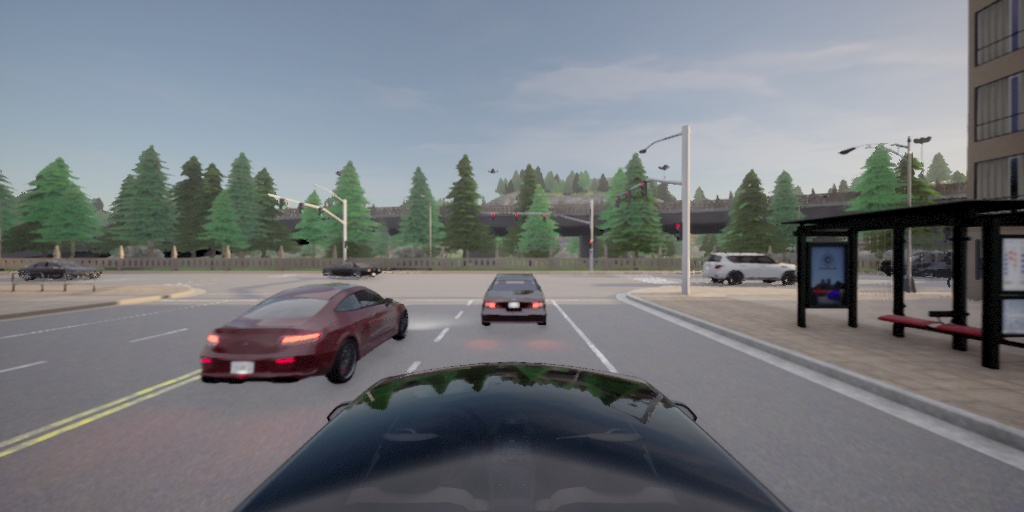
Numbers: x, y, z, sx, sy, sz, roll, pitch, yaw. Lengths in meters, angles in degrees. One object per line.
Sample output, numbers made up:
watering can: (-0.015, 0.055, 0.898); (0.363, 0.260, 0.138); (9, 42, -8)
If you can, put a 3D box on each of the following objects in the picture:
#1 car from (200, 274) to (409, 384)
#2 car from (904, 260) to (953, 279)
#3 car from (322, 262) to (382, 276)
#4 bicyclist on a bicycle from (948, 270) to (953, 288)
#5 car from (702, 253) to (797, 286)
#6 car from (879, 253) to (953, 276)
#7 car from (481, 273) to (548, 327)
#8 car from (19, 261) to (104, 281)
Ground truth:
car: (-3.439, 1.255, 6.902); (1.812, 1.442, 4.674); (0, 0, 0)
car: (34.632, 1.187, 28.850); (4.718, 1.301, 1.895); (0, 0, 13)
car: (-13.248, 1.183, 29.581); (4.718, 1.301, 1.895); (0, 0, 19)
bicyclist on a bicycle: (22.785, 0.931, 17.939); (0.582, 1.620, 1.656); (0, 0, 1)
car: (15.246, 0.831, 22.931); (5.566, 2.045, 2.150); (0, 0, 2)
car: (36.590, 0.795, 31.931); (5.566, 2.045, 2.150); (0, 0, 15)
car: (0.104, 1.258, 11.390); (2.033, 1.411, 5.357); (0, 0, 1)
car: (-33.794, 1.098, 26.945); (4.892, 1.490, 1.837); (0, 0, 0)
